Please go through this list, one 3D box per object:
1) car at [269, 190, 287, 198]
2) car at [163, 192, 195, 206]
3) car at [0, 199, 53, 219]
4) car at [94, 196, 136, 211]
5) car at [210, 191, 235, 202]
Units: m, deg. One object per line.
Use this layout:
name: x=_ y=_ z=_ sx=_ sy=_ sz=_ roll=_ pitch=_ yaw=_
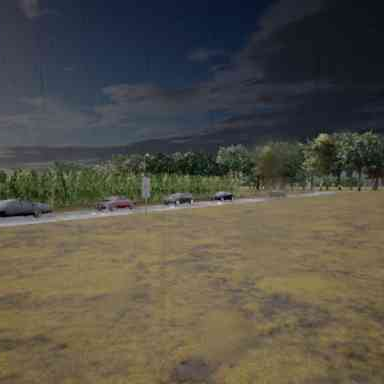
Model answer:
car: x=15.512 y=0.336 z=59.857 sx=1.882 sy=1.535 sz=5.008 roll=0 pitch=1 yaw=35
car: x=-1.545 y=0.829 z=40.761 sx=1.837 sy=1.490 sz=4.892 roll=0 pitch=1 yaw=35
car: x=-13.053 y=1.246 z=24.380 sx=2.033 sy=1.411 sz=5.357 roll=0 pitch=1 yaw=34
car: x=-7.420 y=1.077 z=32.457 sx=1.994 sy=1.385 sz=4.181 roll=0 pitch=1 yaw=34
car: x=4.529 y=0.609 z=49.314 sx=1.882 sy=1.535 sz=5.008 roll=0 pitch=1 yaw=36
